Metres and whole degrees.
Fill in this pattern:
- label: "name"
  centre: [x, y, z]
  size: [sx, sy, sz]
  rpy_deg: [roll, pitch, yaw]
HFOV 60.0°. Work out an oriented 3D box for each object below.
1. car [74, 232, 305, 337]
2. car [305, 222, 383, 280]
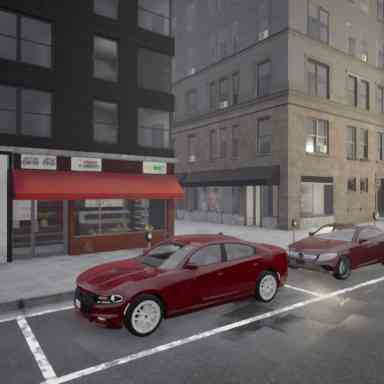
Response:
- label: "car"
  centre: [0.000, 1.545, 6.643]
  size: [4.507, 1.381, 1.887]
  rpy_deg: [0, 0, -35]
- label: "car"
  centre: [4.521, 1.576, 9.862]
  size: [4.206, 1.307, 1.802]
  rpy_deg: [0, 0, -35]
